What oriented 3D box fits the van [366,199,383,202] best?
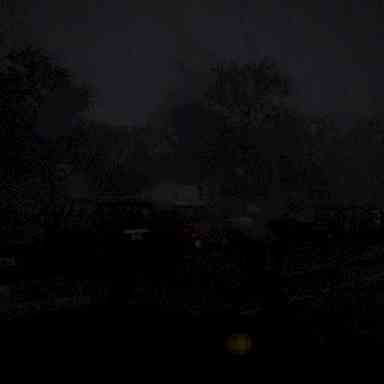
[{"bbox_3d":[23.552,1.925,44.977,1.878,1.987,4.442,1,-1,-36],"label":"van"}]

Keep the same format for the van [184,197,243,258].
[{"bbox_3d":[-0.545,1.273,11.709,1.878,1.987,4.442,1,-1,-36],"label":"van"}]

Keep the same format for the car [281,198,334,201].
[{"bbox_3d":[12.219,1.665,36.991,2.435,2.045,5.566,1,-1,-36],"label":"car"}]

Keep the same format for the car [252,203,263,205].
[{"bbox_3d":[5.330,1.816,32.114,2.002,1.452,4.674,1,-1,-35],"label":"car"}]

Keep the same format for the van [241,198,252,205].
[{"bbox_3d":[3.013,1.504,30.601,1.878,1.987,4.442,1,-1,-35],"label":"van"}]

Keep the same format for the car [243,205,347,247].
[{"bbox_3d":[3.906,1.591,15.021,2.097,1.535,5.008,1,-1,-36],"label":"car"}]

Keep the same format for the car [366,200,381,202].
[{"bbox_3d":[21.215,2.101,43.449,2.097,1.535,5.008,1,-1,-35],"label":"car"}]

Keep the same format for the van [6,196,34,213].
[{"bbox_3d":[-10.387,1.226,20.755,1.878,1.987,4.442,1,0,-36],"label":"van"}]

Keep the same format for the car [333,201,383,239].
[{"bbox_3d":[8.442,1.559,18.226,2.185,1.767,4.553,1,-1,-35],"label":"car"}]

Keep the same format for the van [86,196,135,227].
[{"bbox_3d":[-6.007,1.319,24.167,1.878,1.987,4.442,1,-1,-35],"label":"van"}]

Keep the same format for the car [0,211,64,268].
[{"bbox_3d":[-5.132,1.466,8.616,2.163,1.488,4.792,1,0,-36],"label":"car"}]

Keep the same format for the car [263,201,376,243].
[{"bbox_3d":[6.183,1.512,16.614,2.185,1.767,4.553,1,-1,-35],"label":"car"}]

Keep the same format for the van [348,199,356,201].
[{"bbox_3d":[16.779,1.783,40.135,1.878,1.987,4.442,1,-1,-35],"label":"van"}]

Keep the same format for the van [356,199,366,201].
[{"bbox_3d":[18.899,1.829,41.934,1.878,1.987,4.442,1,-1,-35],"label":"van"}]

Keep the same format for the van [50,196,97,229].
[{"bbox_3d":[-8.160,1.275,22.630,1.878,1.987,4.442,1,-1,-35],"label":"van"}]

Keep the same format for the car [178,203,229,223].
[{"bbox_3d":[0.926,1.726,28.966,2.002,1.452,4.674,1,-1,-36],"label":"car"}]

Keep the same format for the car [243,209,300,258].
[{"bbox_3d":[1.641,1.585,13.416,2.002,1.452,4.674,1,-1,-35],"label":"car"}]

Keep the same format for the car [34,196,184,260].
[{"bbox_3d":[-2.889,1.201,10.215,2.435,2.045,5.566,1,-1,-35],"label":"car"}]

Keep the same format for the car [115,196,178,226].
[{"bbox_3d":[-3.667,1.340,25.658,2.435,2.045,5.566,1,-1,-36],"label":"car"}]

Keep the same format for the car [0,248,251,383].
[{"bbox_3d":[-1.563,1.526,2.572,4.674,1.442,1.812,1,0,-36],"label":"car"}]

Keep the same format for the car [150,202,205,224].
[{"bbox_3d":[-1.327,1.639,27.355,2.097,1.535,5.008,1,-1,-35],"label":"car"}]

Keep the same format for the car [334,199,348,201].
[{"bbox_3d":[14.474,1.712,38.599,2.435,2.045,5.566,1,-1,-36],"label":"car"}]
